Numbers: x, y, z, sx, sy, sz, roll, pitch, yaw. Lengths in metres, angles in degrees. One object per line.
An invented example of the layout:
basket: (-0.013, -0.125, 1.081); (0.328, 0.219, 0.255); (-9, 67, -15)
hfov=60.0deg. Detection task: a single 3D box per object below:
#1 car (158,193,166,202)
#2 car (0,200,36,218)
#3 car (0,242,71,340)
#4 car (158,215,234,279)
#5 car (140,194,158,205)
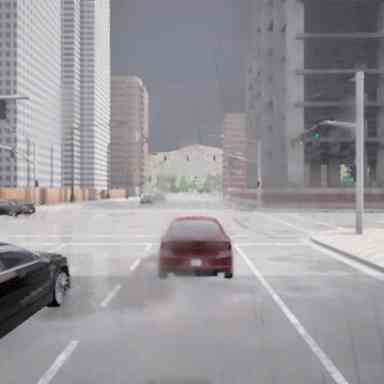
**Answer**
car: (-6.635, 1.077, 68.097); (2.097, 1.767, 4.553); (0, 0, 1)
car: (-15.635, 1.378, 27.967); (4.902, 1.511, 2.128); (0, 0, 13)
car: (-3.433, 1.471, 4.980); (2.128, 1.511, 4.902); (0, 0, 1)
car: (0.098, 1.436, 9.972); (1.882, 1.535, 5.008); (0, 0, 0)
car: (-6.999, 1.291, 52.291); (1.837, 1.490, 4.892); (0, 0, 1)
